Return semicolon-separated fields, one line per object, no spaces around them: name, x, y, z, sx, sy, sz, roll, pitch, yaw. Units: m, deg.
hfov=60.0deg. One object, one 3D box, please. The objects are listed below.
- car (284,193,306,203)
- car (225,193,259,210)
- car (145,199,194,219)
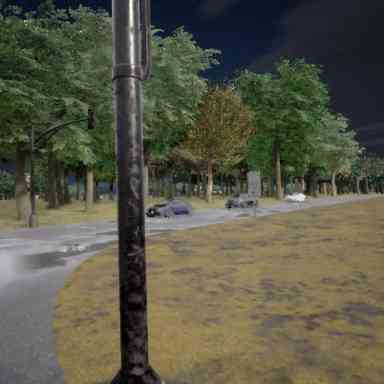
car;14.842;0.824;47.590;1.812;1.442;4.674;-3;-1;38
car;5.300;0.887;35.151;2.097;1.767;4.553;-3;-1;35
car;-1.693;1.278;25.947;1.994;1.385;4.181;-3;-1;37
